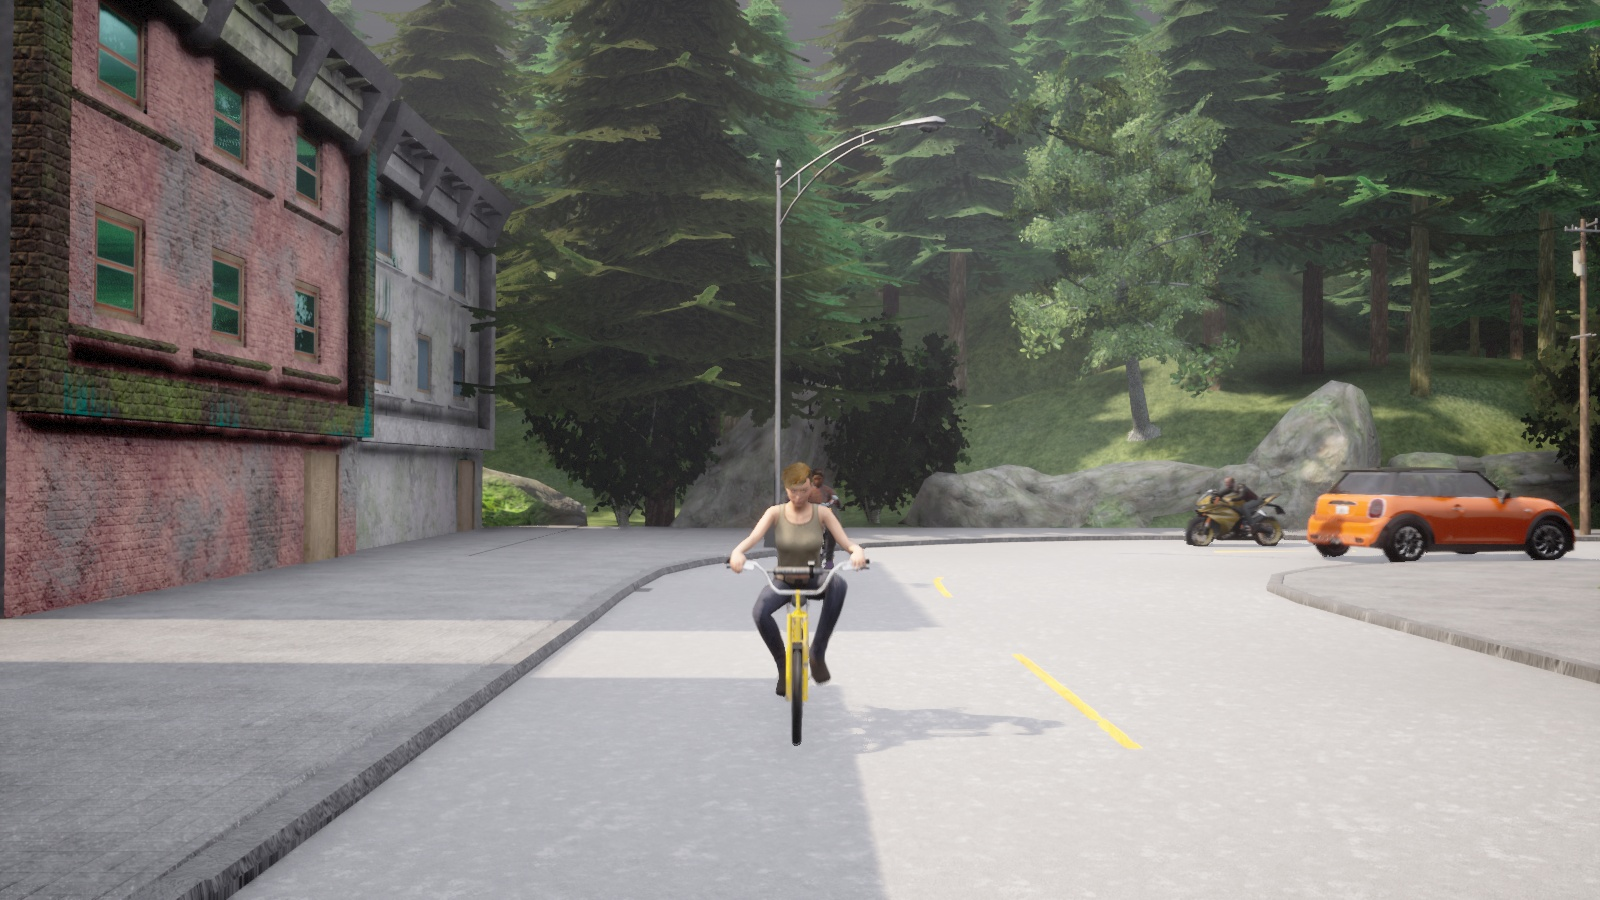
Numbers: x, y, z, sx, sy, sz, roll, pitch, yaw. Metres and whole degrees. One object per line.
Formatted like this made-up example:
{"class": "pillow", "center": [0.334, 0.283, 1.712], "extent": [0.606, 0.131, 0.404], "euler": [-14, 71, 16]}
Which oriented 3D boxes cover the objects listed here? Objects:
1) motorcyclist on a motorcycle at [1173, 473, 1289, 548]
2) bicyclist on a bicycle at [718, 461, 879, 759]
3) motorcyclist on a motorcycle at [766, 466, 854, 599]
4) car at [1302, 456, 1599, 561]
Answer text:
{"class": "motorcyclist on a motorcycle", "center": [9.104, 1.260, 26.549], "extent": [2.191, 1.530, 0.866], "euler": [0, 0, -11]}
{"class": "bicyclist on a bicycle", "center": [-0.005, 0.878, 7.574], "extent": [0.866, 1.612, 1.509], "euler": [0, -1, 0]}
{"class": "motorcyclist on a motorcycle", "center": [0.177, 1.049, 16.940], "extent": [0.766, 1.649, 2.350], "euler": [1, -1, 11]}
{"class": "car", "center": [11.783, 1.009, 22.856], "extent": [4.553, 1.767, 2.097], "euler": [0, -1, -15]}
